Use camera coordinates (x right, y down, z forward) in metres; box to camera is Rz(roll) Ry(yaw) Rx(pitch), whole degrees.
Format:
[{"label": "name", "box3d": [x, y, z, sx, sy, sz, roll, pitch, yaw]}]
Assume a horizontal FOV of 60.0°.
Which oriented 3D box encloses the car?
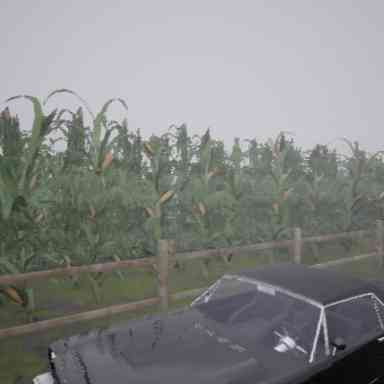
[{"label": "car", "box3d": [0.907, 1.610, 3.675, 4.718, 1.301, 1.895, 0, 0, -35]}]
